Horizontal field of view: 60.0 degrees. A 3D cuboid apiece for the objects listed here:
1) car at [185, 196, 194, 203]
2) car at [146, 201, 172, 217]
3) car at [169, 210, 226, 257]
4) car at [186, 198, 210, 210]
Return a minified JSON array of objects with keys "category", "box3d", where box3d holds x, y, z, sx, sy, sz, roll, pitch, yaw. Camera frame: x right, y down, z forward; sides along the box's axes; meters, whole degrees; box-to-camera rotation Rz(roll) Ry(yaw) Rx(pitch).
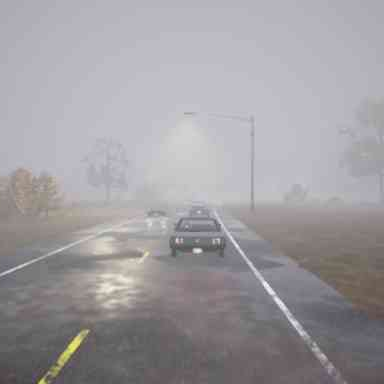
[{"category":"car","box3d":[-0.368,1.589,72.552,2.033,1.411,5.357,0,0,5]},{"category":"car","box3d":[-2.989,1.576,31.403,2.033,1.411,5.357,0,0,2]},{"category":"car","box3d":[0.221,1.613,13.022,1.895,1.301,4.718,0,0,1]},{"category":"car","box3d":[0.689,1.555,30.639,1.812,1.442,4.674,0,0,2]}]
